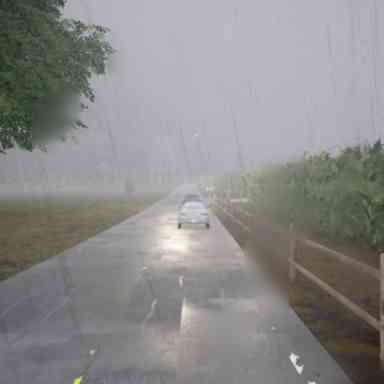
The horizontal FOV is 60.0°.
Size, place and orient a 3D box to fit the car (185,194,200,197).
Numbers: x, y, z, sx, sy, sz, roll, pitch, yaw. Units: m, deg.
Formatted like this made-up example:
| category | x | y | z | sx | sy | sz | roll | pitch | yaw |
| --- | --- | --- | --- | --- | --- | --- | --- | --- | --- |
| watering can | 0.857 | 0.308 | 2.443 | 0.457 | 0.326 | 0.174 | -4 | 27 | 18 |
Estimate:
| category | x | y | z | sx | sy | sz | roll | pitch | yaw |
| --- | --- | --- | --- | --- | --- | --- | --- | --- | --- |
| car | 0.055 | 0.928 | 32.435 | 2.033 | 1.649 | 4.856 | 0 | 2 | 1 |

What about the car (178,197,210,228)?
| category | x | y | z | sx | sy | sz | roll | pitch | yaw |
| --- | --- | --- | --- | --- | --- | --- | --- | --- | --- |
| car | 0.103 | 1.300 | 20.364 | 1.812 | 1.442 | 4.674 | 0 | 1 | 0 |
